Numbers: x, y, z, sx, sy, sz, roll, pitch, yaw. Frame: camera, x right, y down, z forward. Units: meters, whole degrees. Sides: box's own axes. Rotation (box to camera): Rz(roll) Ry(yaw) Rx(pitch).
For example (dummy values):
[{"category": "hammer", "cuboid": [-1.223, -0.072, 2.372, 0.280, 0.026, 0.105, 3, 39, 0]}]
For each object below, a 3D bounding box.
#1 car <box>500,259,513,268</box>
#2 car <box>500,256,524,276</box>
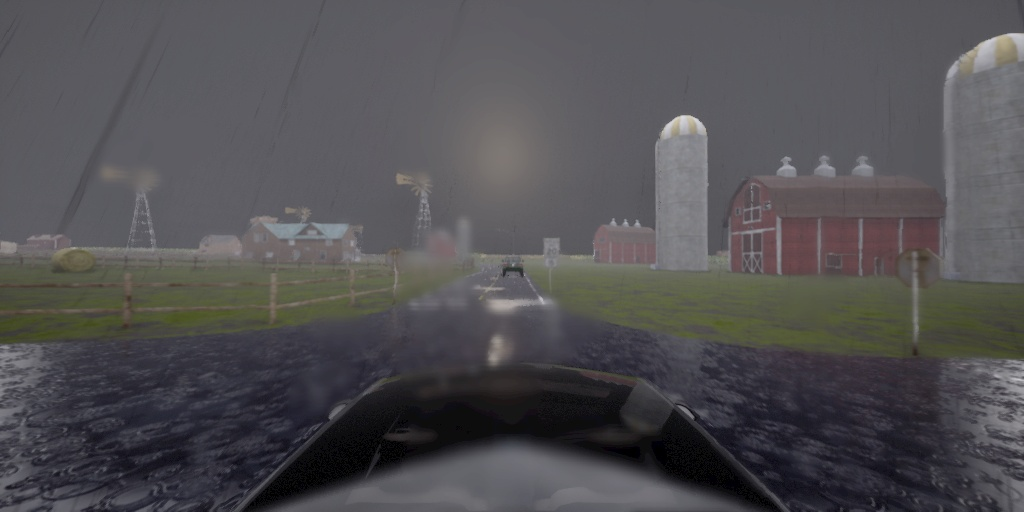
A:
[{"category": "car", "cuboid": [-0.942, 1.309, 62.730, 1.812, 1.442, 4.674, 0, 0, -6]}, {"category": "car", "cuboid": [0.113, 1.008, 38.424, 2.150, 2.045, 5.566, 0, 0, 0]}]
